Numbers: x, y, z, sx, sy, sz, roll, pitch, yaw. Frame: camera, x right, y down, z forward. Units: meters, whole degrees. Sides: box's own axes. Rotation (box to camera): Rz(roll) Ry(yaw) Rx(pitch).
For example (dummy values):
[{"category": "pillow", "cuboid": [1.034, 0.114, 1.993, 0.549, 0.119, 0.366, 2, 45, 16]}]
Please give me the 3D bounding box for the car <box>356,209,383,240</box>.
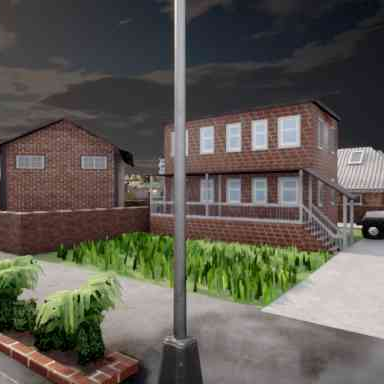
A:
[{"category": "car", "cuboid": [8.470, 0.973, 12.606, 3.866, 1.878, 1.905, 0, 0, 36]}]
